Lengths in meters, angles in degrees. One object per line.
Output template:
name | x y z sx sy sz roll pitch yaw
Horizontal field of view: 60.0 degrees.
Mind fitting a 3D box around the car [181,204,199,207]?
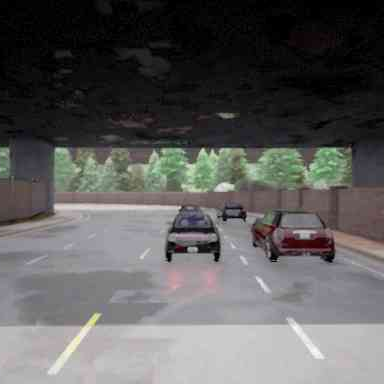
car | -0.146 1.656 25.457 2.033 1.411 5.357 0 0 -3

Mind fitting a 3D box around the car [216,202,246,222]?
car | 3.159 1.609 27.581 2.128 1.511 4.902 0 0 -5

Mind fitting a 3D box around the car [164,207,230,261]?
car | 0.042 1.545 12.503 2.128 1.511 4.902 0 0 1

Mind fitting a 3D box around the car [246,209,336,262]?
car | 3.543 1.405 12.514 2.097 1.767 4.553 0 0 1
